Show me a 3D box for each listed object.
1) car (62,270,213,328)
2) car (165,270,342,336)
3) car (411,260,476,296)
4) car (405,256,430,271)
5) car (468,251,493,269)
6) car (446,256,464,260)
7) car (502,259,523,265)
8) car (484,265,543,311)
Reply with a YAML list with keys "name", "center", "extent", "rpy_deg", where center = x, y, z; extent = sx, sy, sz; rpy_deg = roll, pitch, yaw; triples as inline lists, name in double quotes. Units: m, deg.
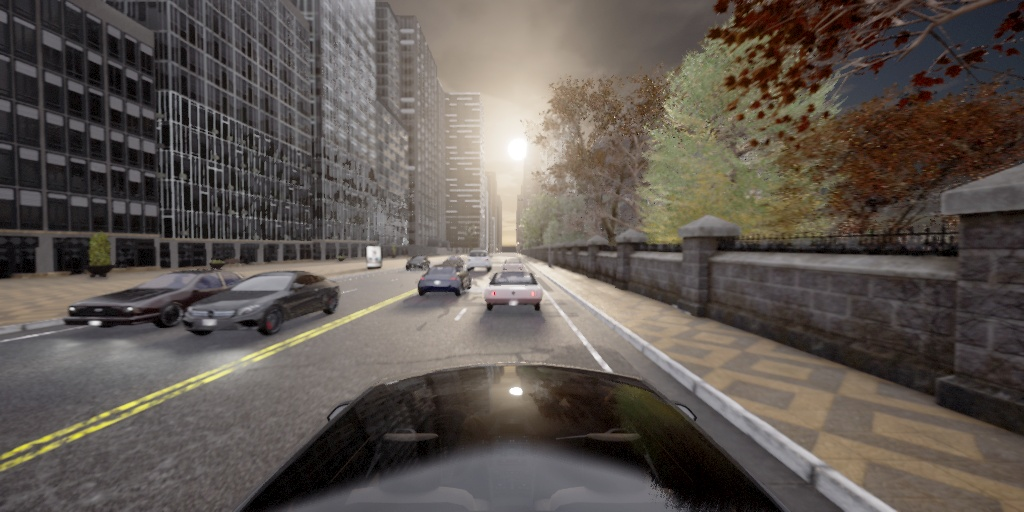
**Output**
- name: "car"
  center: [-9.800, 1.156, 11.097]
  extent: [2.033, 1.411, 5.357]
  rpy_deg: [0, 1, 1]
- name: "car"
  center: [-6.557, 1.149, 10.121]
  extent: [1.812, 1.442, 4.674]
  rpy_deg: [0, 1, 0]
- name: "car"
  center: [-3.167, 1.077, 17.506]
  extent: [1.994, 1.385, 4.181]
  rpy_deg: [0, 1, 2]
- name: "car"
  center: [-9.832, 0.721, 37.928]
  extent: [1.837, 1.490, 4.892]
  rpy_deg: [0, 0, 0]
- name: "car"
  center: [-3.155, 0.468, 35.782]
  extent: [2.150, 2.045, 5.566]
  rpy_deg: [0, 1, 0]
- name: "car"
  center: [-6.565, 0.716, 41.051]
  extent: [2.033, 1.411, 5.357]
  rpy_deg: [0, 1, 0]
- name: "car"
  center: [0.082, 0.888, 32.883]
  extent: [1.895, 1.301, 4.718]
  rpy_deg: [0, 1, 0]
- name: "car"
  center: [0.059, 1.174, 13.511]
  extent: [1.895, 1.301, 4.718]
  rpy_deg: [0, 1, 0]
